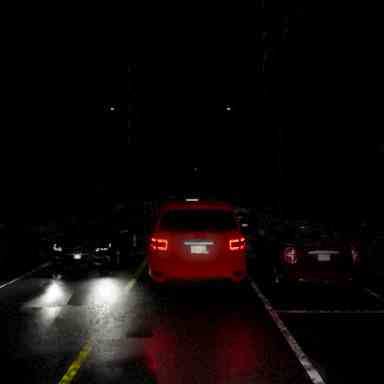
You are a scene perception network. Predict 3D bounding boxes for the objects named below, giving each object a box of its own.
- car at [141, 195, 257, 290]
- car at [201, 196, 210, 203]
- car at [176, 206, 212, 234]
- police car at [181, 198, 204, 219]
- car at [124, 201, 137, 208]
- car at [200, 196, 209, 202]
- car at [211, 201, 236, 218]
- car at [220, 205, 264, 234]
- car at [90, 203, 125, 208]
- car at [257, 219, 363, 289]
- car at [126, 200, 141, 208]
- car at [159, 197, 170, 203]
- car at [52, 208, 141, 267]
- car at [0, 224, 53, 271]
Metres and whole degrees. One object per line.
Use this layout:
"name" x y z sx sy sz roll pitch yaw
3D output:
"car" 0.106 1.221 9.216 2.150 2.045 5.566 0 0 -1
"car" 2.919 1.580 73.807 1.752 1.417 4.829 0 0 0
"car" 0.104 1.602 19.986 1.895 1.301 4.718 0 0 0
"police car" 0.008 1.428 30.250 1.930 1.638 5.238 0 0 0
"car" -5.665 1.584 25.639 1.802 1.307 4.206 0 0 0
"car" 2.931 1.617 79.046 2.008 1.369 4.403 0 0 0
"car" 2.863 1.569 31.138 1.947 1.339 4.313 0 0 0
"car" 2.859 1.552 20.135 2.008 1.369 4.403 0 0 0
"car" -5.666 1.567 20.138 1.947 1.339 4.313 0 0 0
"car" 2.856 1.440 9.132 1.967 1.590 4.097 0 0 0
"car" -5.663 1.443 31.141 1.967 1.590 4.097 0 0 0
"car" -5.617 1.626 68.244 1.802 1.307 4.206 0 0 0
"car" -3.097 1.505 11.428 1.837 1.490 4.892 0 0 0
"car" -5.669 1.582 9.135 1.802 1.307 4.206 0 0 0
